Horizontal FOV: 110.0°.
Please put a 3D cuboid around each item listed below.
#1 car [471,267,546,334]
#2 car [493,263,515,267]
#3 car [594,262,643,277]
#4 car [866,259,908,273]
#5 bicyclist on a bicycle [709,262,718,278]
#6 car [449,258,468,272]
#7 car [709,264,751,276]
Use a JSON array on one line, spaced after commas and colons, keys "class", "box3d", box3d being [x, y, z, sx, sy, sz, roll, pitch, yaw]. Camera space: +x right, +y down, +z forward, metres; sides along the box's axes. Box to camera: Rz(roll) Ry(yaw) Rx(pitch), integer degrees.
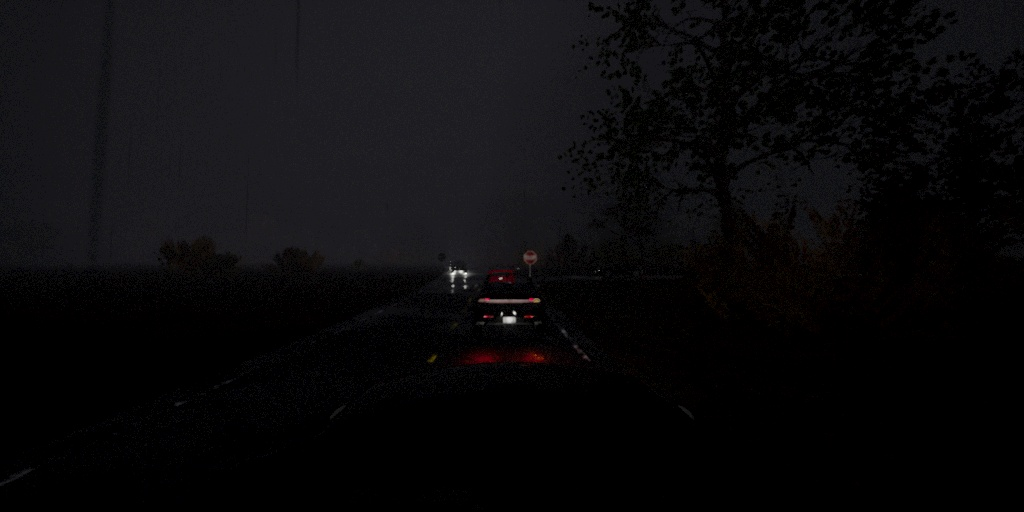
[{"class": "car", "box3d": [-0.135, 1.250, 10.619, 2.128, 1.511, 4.902, 0, 0, -2]}, {"class": "car", "box3d": [-0.517, 1.249, 25.288, 1.882, 1.535, 5.008, 0, 0, 4]}, {"class": "car", "box3d": [10.612, 1.316, 35.781, 4.892, 1.490, 1.837, 0, 0, -11]}, {"class": "car", "box3d": [40.318, 1.081, 38.027, 5.566, 2.045, 2.150, 0, 0, -10]}, {"class": "bicyclist on a bicycle", "box3d": [17.366, 1.260, 30.564, 0.582, 1.620, 1.656, 0, 0, -10]}, {"class": "car", "box3d": [-6.723, 1.290, 45.666, 1.837, 1.490, 4.892, 0, 0, -9]}, {"class": "car", "box3d": [22.855, 1.328, 38.021, 4.902, 1.511, 2.128, 0, 0, -10]}]
